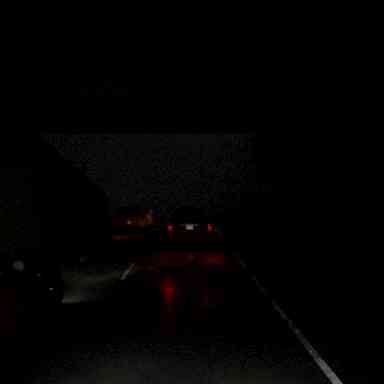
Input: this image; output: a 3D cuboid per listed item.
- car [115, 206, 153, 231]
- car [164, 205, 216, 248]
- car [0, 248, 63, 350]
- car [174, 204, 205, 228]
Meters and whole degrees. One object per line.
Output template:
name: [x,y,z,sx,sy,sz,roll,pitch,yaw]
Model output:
car: [-3.663,1.626,21.683,1.882,1.535,5.008,0,0,-1]
car: [-0.099,1.454,15.379,2.097,1.767,4.553,0,0,0]
car: [-3.524,1.390,4.539,2.097,1.767,4.553,0,0,0]
car: [-0.201,1.711,24.904,2.033,1.411,5.357,0,0,-1]
